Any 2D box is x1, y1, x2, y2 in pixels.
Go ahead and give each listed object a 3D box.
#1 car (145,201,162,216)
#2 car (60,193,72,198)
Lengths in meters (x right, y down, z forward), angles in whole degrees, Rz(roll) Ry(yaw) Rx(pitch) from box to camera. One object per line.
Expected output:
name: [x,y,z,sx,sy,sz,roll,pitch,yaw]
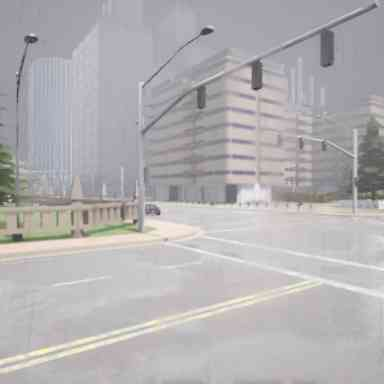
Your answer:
car: [-4.572,1.523,31.231,1.994,1.385,4.181,0,0,-35]
car: [-18.903,1.184,51.452,2.150,2.045,5.566,0,0,-35]
